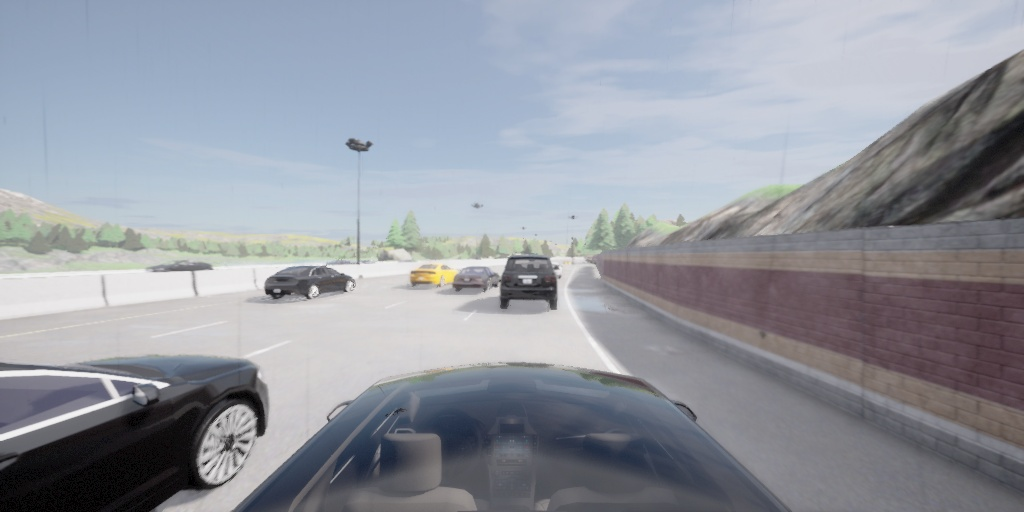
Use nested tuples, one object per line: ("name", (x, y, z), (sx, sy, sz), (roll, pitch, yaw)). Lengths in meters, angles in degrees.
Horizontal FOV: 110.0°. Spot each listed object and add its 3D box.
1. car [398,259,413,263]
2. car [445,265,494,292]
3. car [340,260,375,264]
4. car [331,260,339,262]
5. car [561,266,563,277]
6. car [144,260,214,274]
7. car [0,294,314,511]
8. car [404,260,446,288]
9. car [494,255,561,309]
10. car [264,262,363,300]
("car", (-16.707, 1.204, 57.576), (2.033, 1.411, 5.357), (0, 0, 11))
("car", (-1.992, 1.287, 21.217), (2.033, 1.411, 5.357), (0, 0, 8))
("car", (-16.607, 1.221, 39.857), (1.994, 1.385, 4.181), (0, 0, 11))
("car", (-22.387, 1.172, 46.687), (2.033, 1.411, 5.357), (0, 0, 11))
("car", (3.682, 1.299, 33.170), (1.812, 1.442, 4.674), (0, 0, 11))
("car", (-28.903, 1.077, 31.294), (2.128, 1.511, 4.902), (0, 0, 10))
("car", (-3.338, 1.222, 1.635), (2.128, 1.511, 4.902), (0, 0, 0))
("car", (-5.070, 1.200, 23.955), (1.882, 1.535, 5.008), (0, 0, 9))
("car", (0.805, 0.977, 15.142), (2.150, 2.045, 5.566), (0, 0, 6))
("car", (-9.486, 1.201, 17.280), (1.837, 1.490, 4.892), (0, 0, 6))
